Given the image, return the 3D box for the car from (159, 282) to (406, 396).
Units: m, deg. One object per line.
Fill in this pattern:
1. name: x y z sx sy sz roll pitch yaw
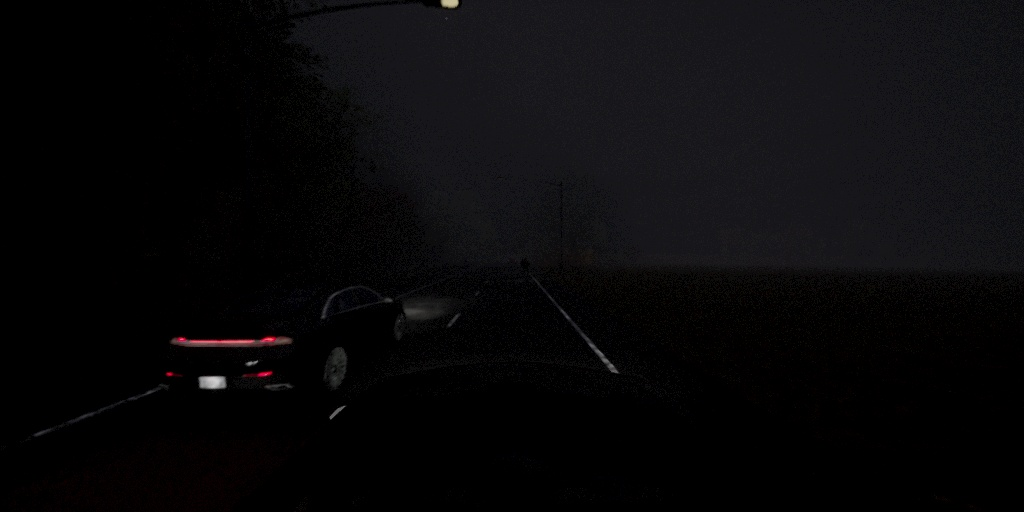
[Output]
1. car: -3.401 1.207 6.500 2.128 1.511 4.902 0 0 0

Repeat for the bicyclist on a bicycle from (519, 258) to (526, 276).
1. bicyclist on a bicycle: 0.964 0.975 33.438 0.582 1.620 1.656 0 0 0

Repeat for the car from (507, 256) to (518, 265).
1. car: 0.034 0.852 64.060 2.033 1.411 5.357 0 0 1

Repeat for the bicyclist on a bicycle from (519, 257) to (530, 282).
1. bicyclist on a bicycle: 0.966 0.954 24.907 0.659 1.776 1.843 0 1 0
